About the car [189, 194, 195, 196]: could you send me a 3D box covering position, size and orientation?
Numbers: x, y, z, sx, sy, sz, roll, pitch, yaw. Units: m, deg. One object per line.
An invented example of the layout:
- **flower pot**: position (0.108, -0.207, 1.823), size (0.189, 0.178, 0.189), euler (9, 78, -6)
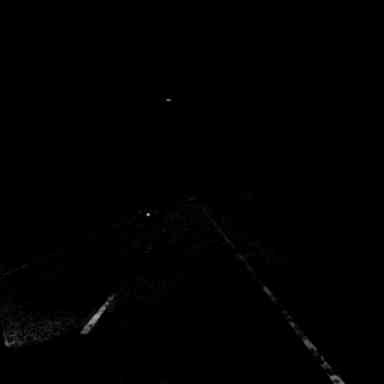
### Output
- **car**: position (0.023, 1.623, 84.274), size (2.150, 2.045, 5.566), euler (0, 0, 0)

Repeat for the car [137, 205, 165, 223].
- **car**: position (-3.396, 1.754, 27.880), size (1.994, 1.385, 4.181), euler (0, 0, 0)

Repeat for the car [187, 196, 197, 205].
- **car**: position (0.019, 2.048, 72.724), size (1.994, 1.385, 4.181), euler (0, 0, 0)

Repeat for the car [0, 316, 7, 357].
- **car**: position (-3.399, 1.583, 2.625), size (1.994, 1.385, 4.181), euler (0, 0, 0)

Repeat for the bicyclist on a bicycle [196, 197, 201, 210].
- **bicyclist on a bicycle**: position (0.953, 1.764, 48.230), size (0.866, 1.612, 1.509), euler (0, 0, 0)

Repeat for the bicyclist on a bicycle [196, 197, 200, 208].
- **bicyclist on a bicycle**: position (0.979, 1.759, 57.113), size (0.659, 1.776, 1.843), euler (0, 0, 0)
